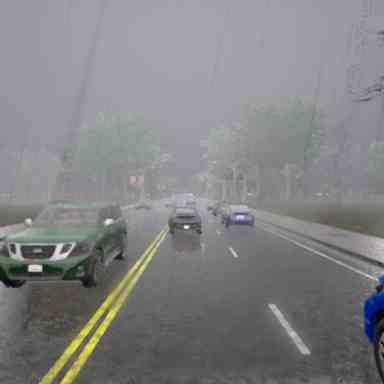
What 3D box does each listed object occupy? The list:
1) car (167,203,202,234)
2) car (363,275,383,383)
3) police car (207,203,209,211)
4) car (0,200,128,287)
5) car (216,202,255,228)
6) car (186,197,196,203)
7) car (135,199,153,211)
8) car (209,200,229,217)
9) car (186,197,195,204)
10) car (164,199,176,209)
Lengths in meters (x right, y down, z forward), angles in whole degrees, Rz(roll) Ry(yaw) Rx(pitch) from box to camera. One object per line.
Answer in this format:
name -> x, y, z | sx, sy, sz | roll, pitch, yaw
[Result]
car -> -0.438, 1.667, 20.616 | 1.837, 1.490, 4.892 | -1, 0, -3
car -> 3.250, 1.236, 1.854 | 2.150, 2.045, 5.566 | 0, 0, 0
police car -> 3.116, 1.863, 45.843 | 2.038, 1.542, 4.974 | 0, 0, 0
car -> -3.361, 1.299, 9.882 | 2.150, 2.045, 5.566 | 0, 0, 0
car -> 3.207, 1.690, 23.862 | 2.163, 1.488, 4.792 | 0, 0, 0
car -> -0.179, 2.031, 64.777 | 1.812, 1.442, 4.674 | 0, -1, 0
car -> -6.737, 1.722, 47.341 | 2.097, 1.767, 4.553 | 0, 0, 0
car -> 3.168, 1.703, 34.838 | 2.033, 1.649, 4.856 | 0, 0, 0
car -> -0.352, 1.956, 77.661 | 2.097, 1.767, 4.553 | 0, 0, 0
car -> -3.516, 1.927, 53.944 | 1.837, 1.490, 4.892 | 0, -1, 0
